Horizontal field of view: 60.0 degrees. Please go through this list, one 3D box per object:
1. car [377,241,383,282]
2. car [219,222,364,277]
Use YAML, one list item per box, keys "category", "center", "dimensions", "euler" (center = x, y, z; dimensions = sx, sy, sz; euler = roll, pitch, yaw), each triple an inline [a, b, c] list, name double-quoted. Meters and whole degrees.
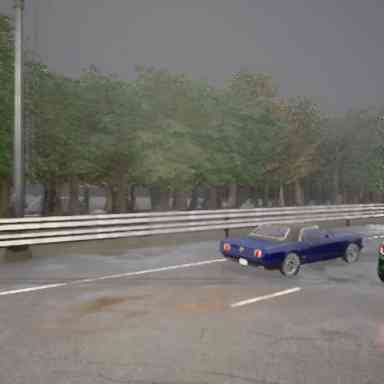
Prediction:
- category: "car"
  center: [6.672, 1.338, 8.280]
  dimensions: [4.553, 1.767, 2.097]
  euler: [0, 0, -34]
- category: "car"
  center: [3.218, 1.588, 10.184]
  dimensions: [4.718, 1.301, 1.895]
  euler: [0, 0, -34]
